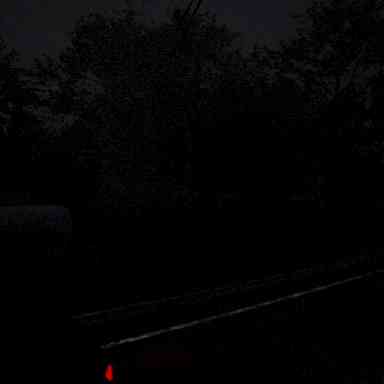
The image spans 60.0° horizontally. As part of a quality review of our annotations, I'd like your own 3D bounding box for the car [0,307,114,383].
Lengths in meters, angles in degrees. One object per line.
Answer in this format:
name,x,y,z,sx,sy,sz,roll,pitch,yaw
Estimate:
car,-2.623,1.581,2.166,4.181,1.385,1.994,1,-1,-34
